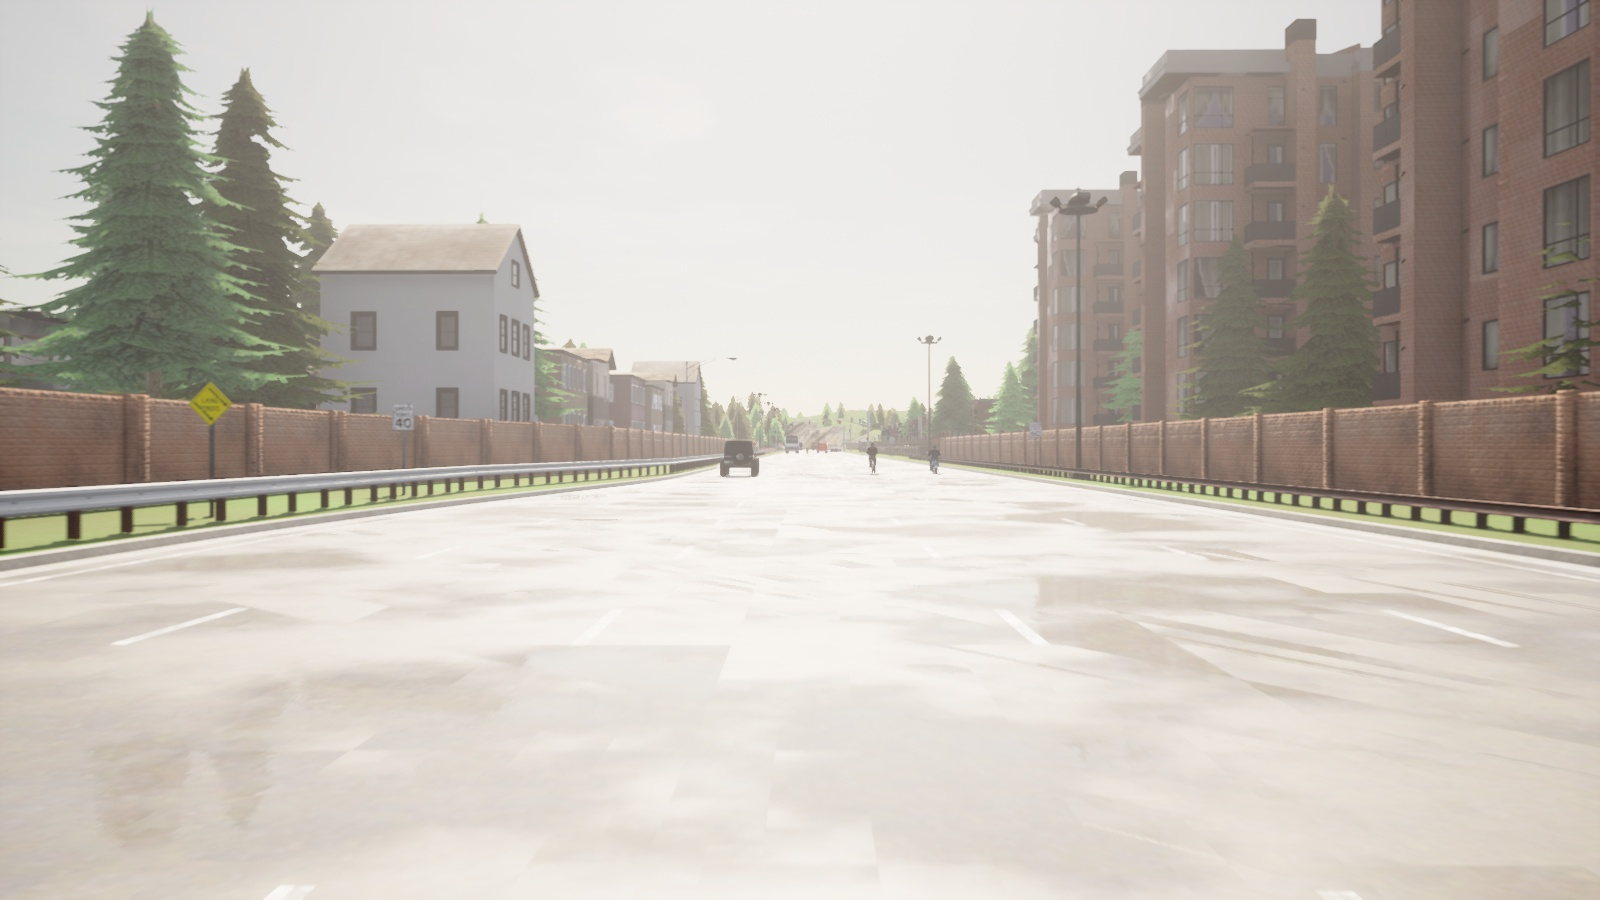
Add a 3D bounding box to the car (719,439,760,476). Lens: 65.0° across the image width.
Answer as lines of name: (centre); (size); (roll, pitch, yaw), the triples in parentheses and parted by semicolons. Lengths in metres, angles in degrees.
car: (-3.109, 0.377, 65.194); (1.905, 1.878, 3.866); (0, 0, 0)
